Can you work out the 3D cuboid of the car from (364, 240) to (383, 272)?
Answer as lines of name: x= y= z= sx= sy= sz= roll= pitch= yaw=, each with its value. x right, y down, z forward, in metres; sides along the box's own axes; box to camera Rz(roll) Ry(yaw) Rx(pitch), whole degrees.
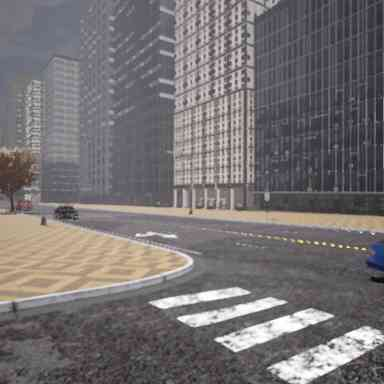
car: x=6.834 y=1.659 z=7.390 sx=2.033 sy=1.411 sz=5.357 roll=1 pitch=-1 yaw=-35

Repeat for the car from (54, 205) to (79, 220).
car: x=-14.294 y=2.289 z=37.847 sx=1.837 sy=1.490 sz=4.892 roll=0 pitch=-1 yaw=-35

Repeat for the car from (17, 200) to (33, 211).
car: x=-31.408 y=2.493 z=62.526 sx=2.150 sy=2.045 sz=5.566 roll=0 pitch=-1 yaw=-35
